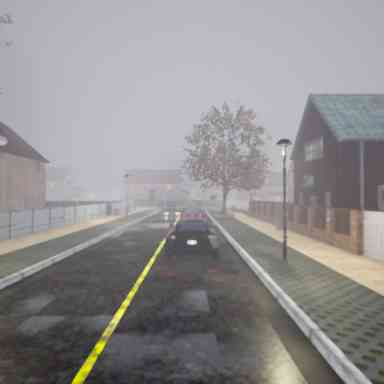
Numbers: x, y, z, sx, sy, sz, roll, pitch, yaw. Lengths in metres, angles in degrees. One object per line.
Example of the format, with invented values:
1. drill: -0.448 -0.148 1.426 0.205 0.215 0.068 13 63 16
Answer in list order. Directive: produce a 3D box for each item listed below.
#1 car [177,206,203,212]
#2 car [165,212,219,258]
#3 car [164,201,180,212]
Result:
1. car: 0.012 1.916 28.247 1.895 1.301 4.718 0 -1 0
2. car: 0.016 1.709 13.354 1.994 1.385 4.181 0 -1 0
3. car: -2.773 2.053 47.551 1.837 1.490 4.892 0 -1 0
